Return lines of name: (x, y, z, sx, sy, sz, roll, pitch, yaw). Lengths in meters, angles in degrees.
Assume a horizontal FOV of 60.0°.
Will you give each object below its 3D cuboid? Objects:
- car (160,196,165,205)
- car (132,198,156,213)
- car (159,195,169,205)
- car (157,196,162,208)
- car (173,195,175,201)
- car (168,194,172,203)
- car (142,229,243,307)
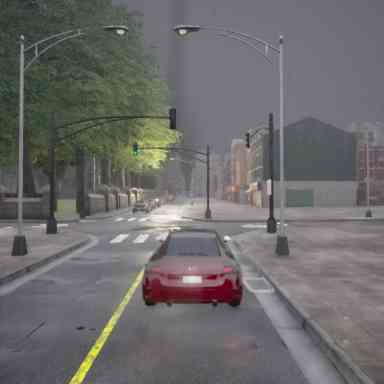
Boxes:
car: (-5.570, 1.626, 49.412, 1.947, 1.339, 4.313, 1, 0, 0)
car: (-5.500, 1.586, 36.827, 2.008, 1.369, 4.403, 1, 0, 0)
car: (-5.655, 1.672, 60.312, 1.802, 1.307, 4.206, 1, 0, 0)
car: (-5.528, 1.599, 43.962, 2.008, 1.369, 4.403, 1, 0, 0)
car: (-5.821, 1.623, 82.113, 1.967, 1.590, 4.097, 1, 0, 0)
car: (-5.692, 1.425, 65.763, 2.192, 1.841, 5.009, 1, 0, 0)
car: (0.026, 1.568, 8.070, 1.994, 1.385, 4.181, 0, 0, 1)
